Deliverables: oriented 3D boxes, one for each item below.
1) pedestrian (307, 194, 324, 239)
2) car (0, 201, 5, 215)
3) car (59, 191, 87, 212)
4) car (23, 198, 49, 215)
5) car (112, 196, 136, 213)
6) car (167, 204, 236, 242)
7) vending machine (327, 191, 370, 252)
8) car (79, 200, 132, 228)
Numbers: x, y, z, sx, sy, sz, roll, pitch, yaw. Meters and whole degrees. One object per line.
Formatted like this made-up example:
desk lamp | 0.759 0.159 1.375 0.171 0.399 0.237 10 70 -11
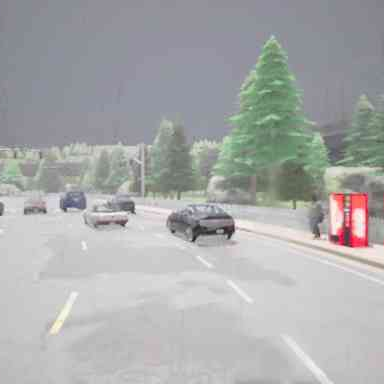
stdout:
pedestrian | 4.984 0.957 13.321 0.375 1.860 0.375 -1 1 -17
car | -17.614 1.362 29.230 1.994 1.385 4.181 -1 1 -26
car | -12.200 0.924 34.062 2.150 2.045 5.566 -1 0 -27
car | -14.461 1.271 30.747 1.812 1.442 4.674 -1 1 -26
car | -6.576 1.180 30.672 1.837 1.490 4.892 -1 1 -25
car | 0.259 1.311 15.290 2.128 1.511 4.902 0 1 -20
vending machine | 5.684 1.021 12.096 1.100 2.100 0.880 0 1 -15
car | -5.405 1.411 20.360 1.895 1.301 4.718 -1 1 -27
